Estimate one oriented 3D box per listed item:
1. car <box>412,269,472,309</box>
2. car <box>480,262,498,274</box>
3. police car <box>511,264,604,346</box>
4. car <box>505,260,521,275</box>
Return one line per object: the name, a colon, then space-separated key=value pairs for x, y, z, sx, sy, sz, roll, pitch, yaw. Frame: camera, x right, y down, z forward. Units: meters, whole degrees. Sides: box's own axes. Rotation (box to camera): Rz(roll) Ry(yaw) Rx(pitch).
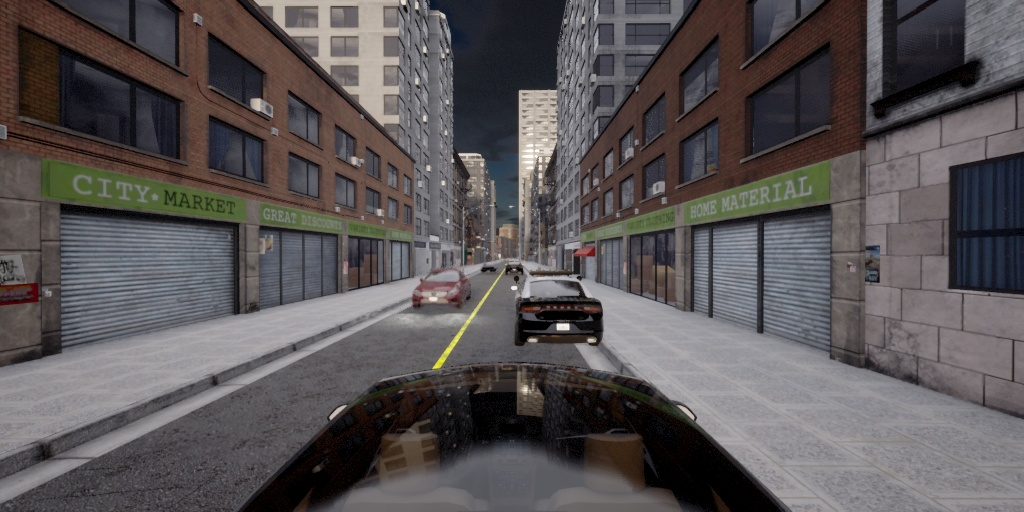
car: x=-2.782 y=1.277 z=15.085 sx=1.812 sy=1.442 sz=4.674 roll=0 pitch=0 yaw=0
car: x=-2.562 y=1.374 z=41.006 sx=1.895 sy=1.301 sz=4.718 roll=0 pitch=0 yaw=0
police car: x=1.005 y=1.176 z=9.557 sx=1.930 sy=1.638 sz=5.238 roll=0 pitch=0 yaw=0
car: x=0.258 y=1.248 z=38.884 sx=1.882 sy=1.535 sz=5.008 roll=0 pitch=0 yaw=0
